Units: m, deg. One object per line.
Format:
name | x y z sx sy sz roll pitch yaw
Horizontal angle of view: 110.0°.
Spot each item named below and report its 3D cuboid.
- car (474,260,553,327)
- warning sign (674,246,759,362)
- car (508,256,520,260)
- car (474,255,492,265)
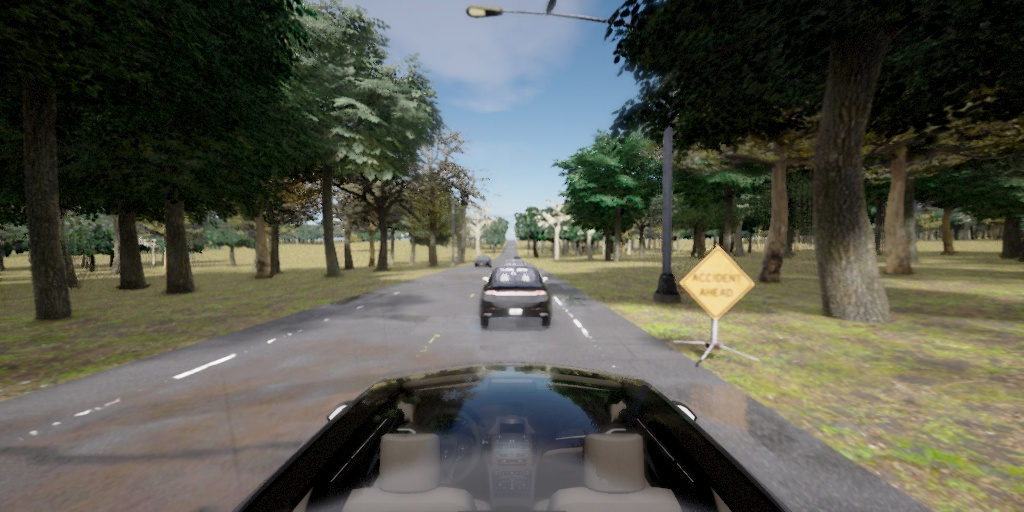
car | 0.099 1.039 10.679 2.128 1.511 4.902 0 1 0
warning sign | 3.560 0.756 6.351 1.300 1.860 1.060 0 0 0
car | 0.143 0.886 27.209 1.895 1.301 4.718 0 1 0
car | -3.489 0.633 43.670 1.882 1.535 5.008 0 0 0
